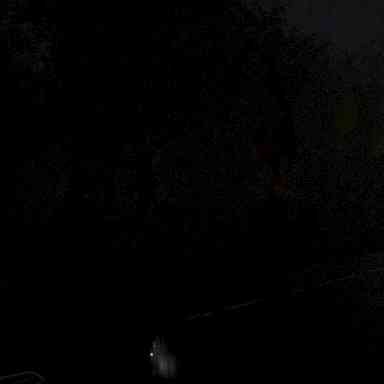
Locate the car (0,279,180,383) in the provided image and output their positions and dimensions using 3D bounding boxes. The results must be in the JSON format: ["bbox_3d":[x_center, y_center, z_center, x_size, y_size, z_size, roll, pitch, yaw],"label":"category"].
[{"bbox_3d":[-2.745,1.208,1.789,5.566,2.045,2.150,1,0,-35],"label":"car"}]
